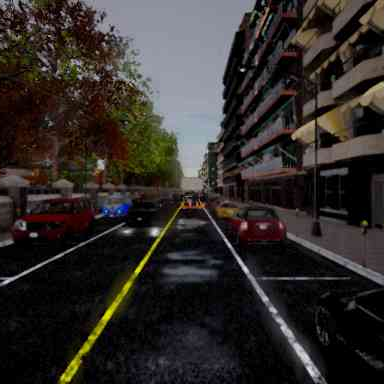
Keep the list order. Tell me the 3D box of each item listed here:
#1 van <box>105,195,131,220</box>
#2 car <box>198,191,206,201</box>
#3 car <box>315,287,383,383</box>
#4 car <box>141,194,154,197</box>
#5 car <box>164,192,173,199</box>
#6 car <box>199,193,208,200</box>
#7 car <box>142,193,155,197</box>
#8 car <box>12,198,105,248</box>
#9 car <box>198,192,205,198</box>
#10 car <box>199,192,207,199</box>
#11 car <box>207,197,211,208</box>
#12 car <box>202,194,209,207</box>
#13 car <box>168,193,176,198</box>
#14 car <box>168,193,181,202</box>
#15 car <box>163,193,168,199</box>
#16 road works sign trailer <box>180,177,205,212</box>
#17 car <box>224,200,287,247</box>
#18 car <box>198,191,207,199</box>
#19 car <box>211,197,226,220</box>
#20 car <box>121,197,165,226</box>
[{"bbox_3d":[-5.690,1.153,25.720,1.690,1.788,3.998,0,0,0],"label":"van"},{"bbox_3d":[2.690,1.067,70.764,1.887,1.381,4.507,0,0,0],"label":"car"},{"bbox_3d":[2.690,1.540,3.203,1.947,1.339,4.313,0,0,0],"label":"car"},{"bbox_3d":[-5.691,1.281,36.982,1.887,1.381,4.507,0,0,0],"label":"car"},{"bbox_3d":[-5.691,0.898,82.022,1.967,1.590,4.097,0,0,0],"label":"car"},{"bbox_3d":[2.689,1.035,76.395,1.887,1.381,4.507,0,0,0],"label":"car"},{"bbox_3d":[-5.690,1.013,42.613,2.192,1.841,5.009,0,0,0],"label":"car"},{"bbox_3d":[-5.690,1.206,14.460,2.192,1.841,5.009,0,0,0],"label":"car"},{"bbox_3d":[2.690,0.835,93.284,1.967,1.590,4.097,0,0,0],"label":"car"},{"bbox_3d":[2.690,0.898,82.023,1.967,1.590,4.097,0,0,0],"label":"car"},{"bbox_3d":[2.690,1.355,31.353,1.802,1.307,4.206,0,0,0],"label":"car"},{"bbox_3d":[2.690,1.264,42.615,1.947,1.339,4.313,0,0,0],"label":"car"},{"bbox_3d":[-5.690,0.945,93.284,2.008,1.369,4.403,0,0,0],"label":"car"},{"bbox_3d":[-3.028,1.069,63.461,1.837,1.490,4.892,0,0,1],"label":"car"},{"bbox_3d":[-5.691,0.930,76.394,1.967,1.590,4.097,0,0,0],"label":"car"},{"bbox_3d":[0.000,0.217,34.367,2.380,3.560,2.880,0,0,0],"label":"road works sign trailer"},{"bbox_3d":[2.690,1.331,14.461,1.967,1.590,4.097,0,0,0],"label":"car"},{"bbox_3d":[2.689,0.741,87.653,2.192,1.841,5.009,0,0,0],"label":"car"},{"bbox_3d":[2.690,1.336,25.892,1.752,1.417,4.829,0,0,0],"label":"car"},{"bbox_3d":[-3.100,1.313,22.220,1.882,1.535,5.008,0,0,0],"label":"car"}]
